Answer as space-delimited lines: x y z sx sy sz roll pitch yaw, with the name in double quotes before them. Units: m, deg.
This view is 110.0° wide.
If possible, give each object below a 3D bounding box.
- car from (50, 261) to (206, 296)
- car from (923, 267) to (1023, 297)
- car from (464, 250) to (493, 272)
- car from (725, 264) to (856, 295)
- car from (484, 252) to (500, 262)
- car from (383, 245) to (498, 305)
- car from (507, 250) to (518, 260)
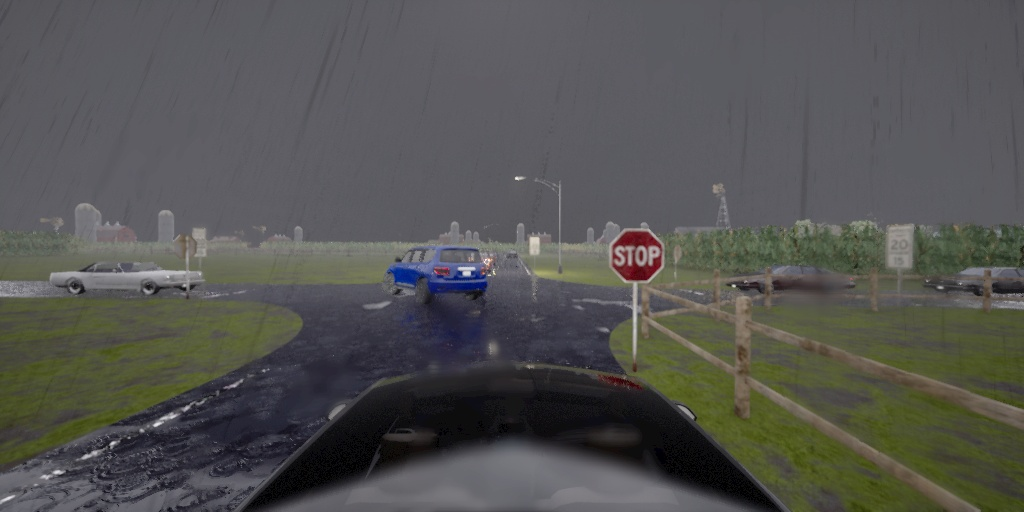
"car" -15.672 0.872 14.838 4.718 1.301 1.895 1 0 0
"car" 23.814 1.246 17.664 5.357 1.411 2.033 1 0 0
"car" -2.850 0.409 31.730 2.097 1.767 4.553 0 1 0
"car" 13.640 1.125 17.713 5.357 1.411 2.033 1 0 1
"car" -2.839 0.117 52.292 2.033 1.411 5.357 0 1 0
"car" -3.154 0.636 14.133 2.150 2.045 5.566 1 0 -37
"car" 0.086 -0.194 62.289 1.882 1.535 5.008 0 1 0
